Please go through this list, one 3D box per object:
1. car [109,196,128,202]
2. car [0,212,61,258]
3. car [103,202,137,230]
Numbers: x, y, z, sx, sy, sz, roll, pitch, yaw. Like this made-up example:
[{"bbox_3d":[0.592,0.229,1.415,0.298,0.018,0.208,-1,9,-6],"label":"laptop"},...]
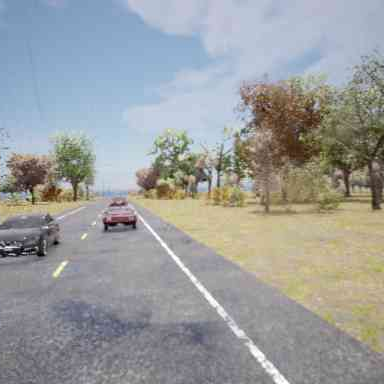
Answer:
[{"bbox_3d":[-8.404,1.272,38.338,2.097,1.767,4.553,-2,1,-12],"label":"car"},{"bbox_3d":[-6.451,1.601,13.091,1.837,1.490,4.892,-2,1,-13],"label":"car"},{"bbox_3d":[-4.499,1.544,20.809,1.895,1.301,4.718,-2,1,-12],"label":"car"}]
